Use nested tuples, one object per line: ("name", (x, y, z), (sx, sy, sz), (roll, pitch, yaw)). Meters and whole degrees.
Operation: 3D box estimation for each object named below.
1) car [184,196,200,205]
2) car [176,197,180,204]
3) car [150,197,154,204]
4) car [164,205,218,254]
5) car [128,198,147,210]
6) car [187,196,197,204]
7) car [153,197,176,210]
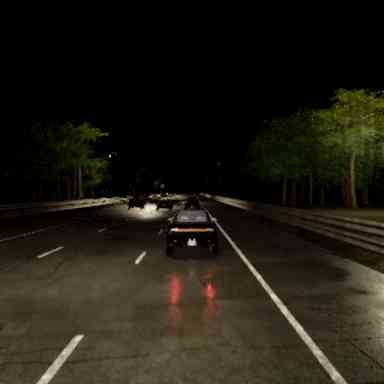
("car", (0.011, 1.506, 43.089), (1.837, 1.490, 4.892), (0, 0, 0))
("car", (-3.417, 1.601, 65.236), (1.895, 1.301, 4.718), (0, 0, 1))
("car", (-6.911, 1.565, 64.760), (1.994, 1.385, 4.181), (0, 0, 0))
("car", (0.003, 1.476, 13.369), (2.128, 1.511, 4.902), (0, 0, 0))
("car", (-6.982, 1.505, 42.658), (1.837, 1.490, 4.892), (0, 0, 0))
("car", (0.085, 1.479, 65.017), (1.882, 1.535, 5.008), (0, 0, 0))
("car", (-3.481, 1.563, 43.086), (1.994, 1.385, 4.181), (0, 0, 0))
